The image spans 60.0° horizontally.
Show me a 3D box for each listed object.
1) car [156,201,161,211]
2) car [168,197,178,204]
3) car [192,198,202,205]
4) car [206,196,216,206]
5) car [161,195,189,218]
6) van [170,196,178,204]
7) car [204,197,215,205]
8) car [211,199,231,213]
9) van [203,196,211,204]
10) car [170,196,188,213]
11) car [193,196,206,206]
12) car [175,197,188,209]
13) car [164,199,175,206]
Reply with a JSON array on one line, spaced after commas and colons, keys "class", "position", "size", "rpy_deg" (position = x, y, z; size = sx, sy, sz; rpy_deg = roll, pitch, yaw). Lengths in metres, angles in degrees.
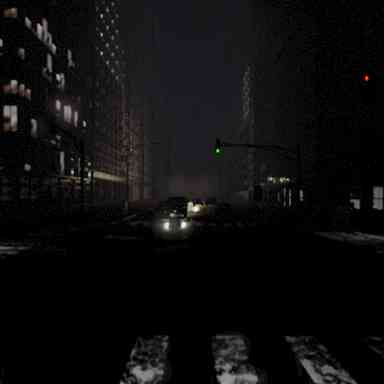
[{"class": "car", "position": [-4.119, 1.910, 46.779], "size": [1.802, 1.307, 4.206], "rpy_deg": [0, 0, 0]}, {"class": "car", "position": [-4.289, 1.931, 74.417], "size": [1.967, 1.590, 4.097], "rpy_deg": [0, 0, 0]}, {"class": "car", "position": [1.046, 2.022, 72.825], "size": [2.033, 1.411, 5.357], "rpy_deg": [0, 0, 0]}, {"class": "car", "position": [3.659, 1.743, 63.411], "size": [2.192, 1.841, 5.009], "rpy_deg": [0, 0, 0]}, {"class": "car", "position": [-1.573, 1.466, 33.472], "size": [2.150, 2.045, 5.566], "rpy_deg": [0, 0, 0]}, {"class": "van", "position": [-4.324, 1.863, 79.945], "size": [1.690, 1.788, 3.998], "rpy_deg": [0, 0, 0]}, {"class": "car", "position": [3.625, 1.900, 68.939], "size": [1.967, 1.590, 4.097], "rpy_deg": [0, 0, 0]}, {"class": "car", "position": [3.845, 1.860, 41.302], "size": [1.947, 1.339, 4.313], "rpy_deg": [0, 0, 0]}, {"class": "van", "position": [3.556, 1.864, 79.994], "size": [1.690, 1.788, 3.998], "rpy_deg": [0, 0, 0]}, {"class": "car", "position": [-1.635, 1.531, 43.753], "size": [2.150, 2.045, 5.566], "rpy_deg": [0, 0, 0]}, {"class": "car", "position": [1.186, 1.949, 62.519], "size": [1.812, 1.442, 4.674], "rpy_deg": [0, 0, -1]}, {"class": "car", "position": [-1.684, 1.728, 54.559], "size": [2.097, 1.767, 4.553], "rpy_deg": [0, 0, 0]}, {"class": "car", "position": [-4.221, 1.993, 63.361], "size": [1.947, 1.339, 4.313], "rpy_deg": [0, 0, 0]}]
